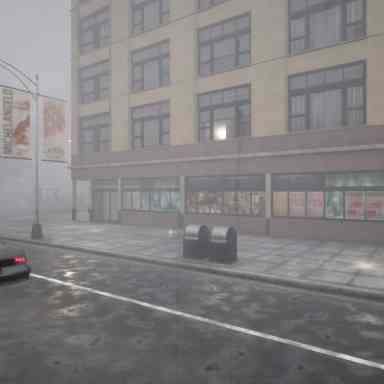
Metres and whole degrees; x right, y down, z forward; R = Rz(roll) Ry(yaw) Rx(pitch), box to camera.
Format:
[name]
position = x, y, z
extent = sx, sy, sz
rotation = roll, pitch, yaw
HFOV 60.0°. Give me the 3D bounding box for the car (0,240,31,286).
[car]
position = -6.147, 1.548, 8.247
extent = 5.357, 1.411, 2.033
rotation = 0, 0, 35
